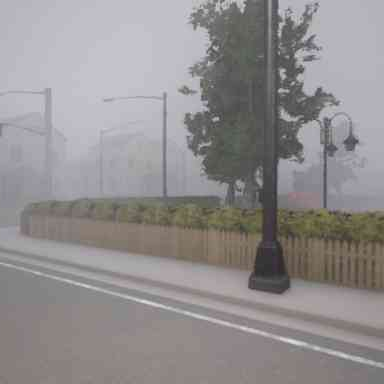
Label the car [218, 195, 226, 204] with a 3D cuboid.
[{"bbox_3d":[5.243,1.323,58.569,1.882,1.535,5.008,0,0,35],"label":"car"}]
